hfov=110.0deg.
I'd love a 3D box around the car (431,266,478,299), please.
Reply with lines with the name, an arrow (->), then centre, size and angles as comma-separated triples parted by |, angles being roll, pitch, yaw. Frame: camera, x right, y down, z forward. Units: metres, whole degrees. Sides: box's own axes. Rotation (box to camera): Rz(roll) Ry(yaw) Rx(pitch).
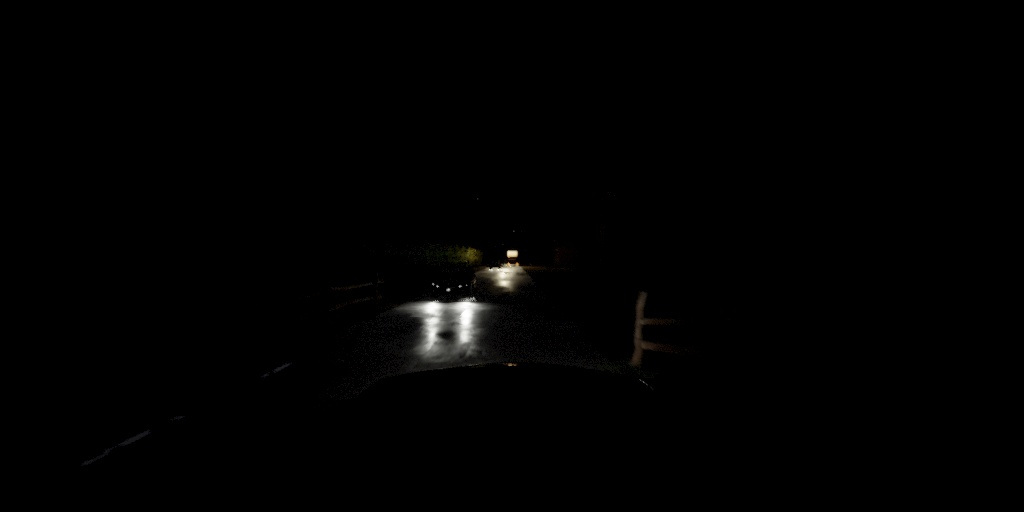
car -> -2.847, 1.274, 18.444 | 1.837, 1.490, 4.892 | 0, 0, 0

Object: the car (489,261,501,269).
car -> -2.780, 1.495, 59.820 | 2.033, 1.411, 5.357 | 0, 0, 1
